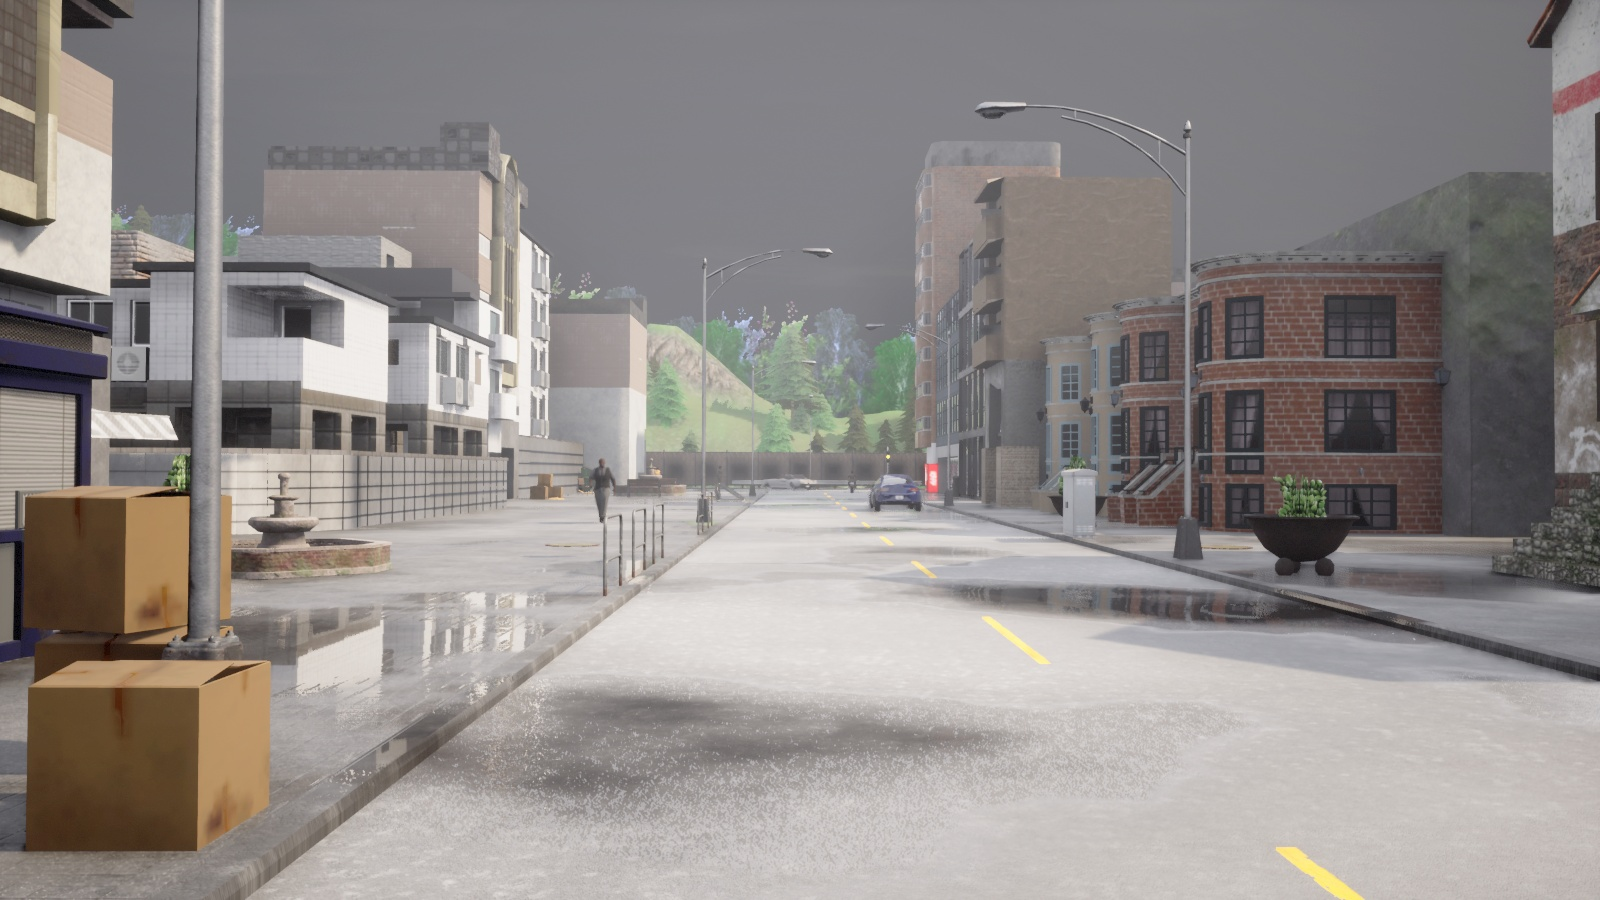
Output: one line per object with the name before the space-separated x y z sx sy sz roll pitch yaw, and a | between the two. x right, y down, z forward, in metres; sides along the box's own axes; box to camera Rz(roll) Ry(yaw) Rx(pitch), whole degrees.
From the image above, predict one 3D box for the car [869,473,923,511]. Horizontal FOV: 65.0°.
car | 3.835 1.676 50.797 1.812 1.442 4.674 0 -1 0
